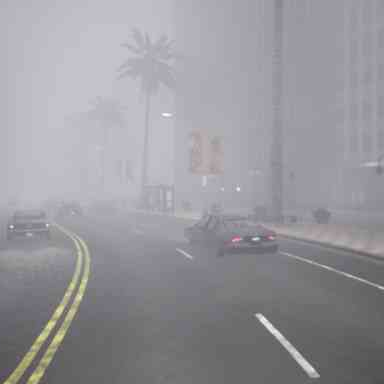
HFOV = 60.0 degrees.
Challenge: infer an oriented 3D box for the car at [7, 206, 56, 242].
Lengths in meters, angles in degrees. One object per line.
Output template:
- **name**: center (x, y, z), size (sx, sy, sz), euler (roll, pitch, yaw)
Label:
- **car**: center (-8.239, 1.605, 16.886), size (1.895, 1.301, 4.718), euler (0, 0, -26)

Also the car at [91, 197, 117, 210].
- **car**: center (-11.783, 1.491, 44.197), size (2.231, 1.521, 4.892), euler (0, 0, -29)

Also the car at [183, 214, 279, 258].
- **car**: center (1.238, 1.549, 12.948), size (2.033, 1.411, 5.357), euler (0, 0, -18)

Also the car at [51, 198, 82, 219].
- **car**: center (-11.063, 1.508, 29.640), size (1.837, 1.490, 4.892), euler (0, -1, -29)

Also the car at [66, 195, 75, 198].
- **car**: center (-26.198, 1.371, 69.792), size (2.185, 1.767, 4.553), euler (0, 0, -29)

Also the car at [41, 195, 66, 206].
- **car**: center (-17.101, 1.362, 40.412), size (2.097, 1.767, 4.553), euler (0, 0, -29)

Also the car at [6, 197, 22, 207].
- **car**: center (-28.368, 1.519, 52.928), size (1.837, 1.490, 4.892), euler (0, 0, -29)

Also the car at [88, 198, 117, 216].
- **car**: center (-9.140, 1.608, 33.408), size (1.895, 1.301, 4.718), euler (0, 0, -29)
